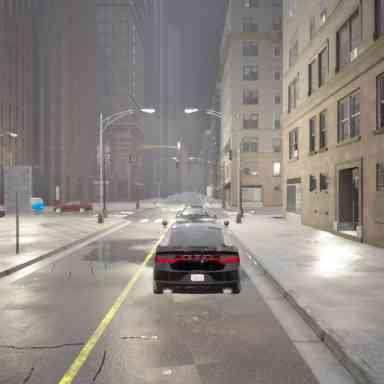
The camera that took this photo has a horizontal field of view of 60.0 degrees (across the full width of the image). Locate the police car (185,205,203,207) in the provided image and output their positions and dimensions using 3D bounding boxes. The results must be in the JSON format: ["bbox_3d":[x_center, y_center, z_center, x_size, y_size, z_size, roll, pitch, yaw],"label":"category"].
[{"bbox_3d":[0.120,1.510,18.522,2.038,1.542,4.974,0,0,0],"label":"police car"}]

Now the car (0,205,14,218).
[{"bbox_3d":[-19.612,1.524,30.591,5.009,1.841,2.192,-1,0,0],"label":"car"}]

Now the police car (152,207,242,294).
[{"bbox_3d":[0.107,1.427,8.917,1.930,1.638,5.238,0,0,0],"label":"police car"}]

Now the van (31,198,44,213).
[{"bbox_3d":[-19.584,1.592,39.117,3.998,1.788,1.690,-1,0,0],"label":"van"}]

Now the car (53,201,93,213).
[{"bbox_3d":[-13.958,1.727,39.094,4.507,1.381,1.887,-1,0,0],"label":"car"}]
